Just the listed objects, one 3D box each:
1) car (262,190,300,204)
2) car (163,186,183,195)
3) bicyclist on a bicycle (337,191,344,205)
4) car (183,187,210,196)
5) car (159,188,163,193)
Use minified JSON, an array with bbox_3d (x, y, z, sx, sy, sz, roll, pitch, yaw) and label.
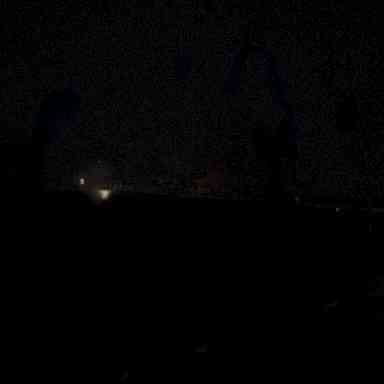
[{"bbox_3d":[10.666,0.578,40.075,2.128,1.511,4.902,0,2,-36],"label":"car"},{"bbox_3d":[-2.499,-0.230,58.611,2.128,1.511,4.902,0,2,-35],"label":"car"},{"bbox_3d":[17.956,0.719,40.171,1.656,1.620,0.582,0,2,-36],"label":"bicyclist on a bicycle"},{"bbox_3d":[1.114,-0.159,58.407,1.882,1.535,5.008,0,2,-35],"label":"car"},{"bbox_3d":[-4.982,-0.425,66.843,1.994,1.385,4.181,0,2,-36],"label":"car"}]
